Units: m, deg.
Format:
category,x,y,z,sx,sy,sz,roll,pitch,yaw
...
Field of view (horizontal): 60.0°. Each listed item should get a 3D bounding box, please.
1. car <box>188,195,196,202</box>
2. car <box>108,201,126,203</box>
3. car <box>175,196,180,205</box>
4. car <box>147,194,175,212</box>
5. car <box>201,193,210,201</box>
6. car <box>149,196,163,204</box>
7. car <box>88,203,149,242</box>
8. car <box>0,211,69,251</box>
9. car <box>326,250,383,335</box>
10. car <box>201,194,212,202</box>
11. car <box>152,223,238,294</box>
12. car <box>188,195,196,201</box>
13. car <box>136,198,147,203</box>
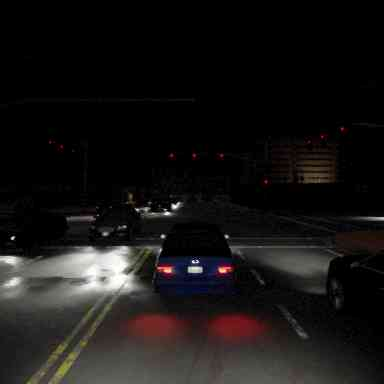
category,x,y,z,sx,sy,sz,roll,pitch,yaw
car,-0.063,1.531,74.426,2.033,1.411,5.357,0,0,0
car,-8.158,1.601,35.235,1.895,1.301,4.718,0,0,16
car,-3.633,1.600,57.763,1.895,1.301,4.718,0,0,0
car,-3.634,1.221,39.875,2.150,2.045,5.566,0,0,0
car,3.428,1.227,84.675,2.097,1.767,4.553,0,0,0
car,-7.076,1.547,66.097,2.033,1.411,5.357,0,0,0
car,-3.613,1.491,16.345,2.128,1.511,4.902,0,0,0
car,-7.112,1.547,14.477,2.033,1.411,5.357,0,0,0
car,3.559,1.491,4.683,2.128,1.511,4.902,0,0,0
car,3.437,1.344,74.719,2.097,1.767,4.553,0,0,0
car,0.075,1.547,8.926,2.033,1.411,5.357,0,0,0
car,-0.072,1.425,84.700,1.994,1.385,4.181,0,0,0
car,-7.140,1.547,49.730,2.033,1.411,5.357,0,0,0
